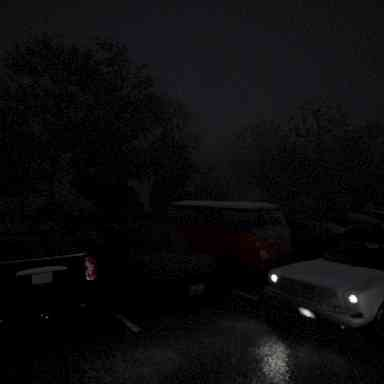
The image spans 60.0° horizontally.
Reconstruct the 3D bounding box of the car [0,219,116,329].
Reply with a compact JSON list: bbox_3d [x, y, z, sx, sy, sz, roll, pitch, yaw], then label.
[{"bbox_3d":[-3.549,1.356,6.876,2.185,1.767,4.553,0,0,-35],"label":"car"}]

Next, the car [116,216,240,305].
[{"bbox_3d":[-1.292,1.518,8.487,2.163,1.488,4.792,0,0,-35],"label":"car"}]

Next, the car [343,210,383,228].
[{"bbox_3d":[5.455,1.544,13.371,2.163,1.488,4.792,0,0,-35],"label":"car"}]

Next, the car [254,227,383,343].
[{"bbox_3d":[3.623,1.618,6.575,4.718,1.301,1.895,0,0,-35],"label":"car"}]

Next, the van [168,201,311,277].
[{"bbox_3d":[1.020,1.271,10.029,1.878,1.987,4.442,0,0,-35],"label":"van"}]

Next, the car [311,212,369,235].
[{"bbox_3d":[3.195,1.535,11.759,2.163,1.488,4.792,0,0,-35],"label":"car"}]
